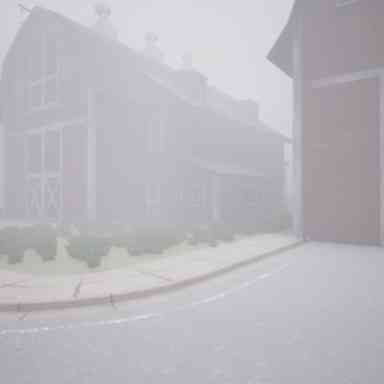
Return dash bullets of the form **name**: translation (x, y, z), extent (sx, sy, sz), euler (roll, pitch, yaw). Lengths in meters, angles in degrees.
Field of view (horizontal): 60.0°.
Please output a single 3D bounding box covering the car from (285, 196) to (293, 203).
- **car**: translation (19.432, 1.666, 67.941), extent (1.905, 1.878, 3.866), euler (0, 0, 36)
